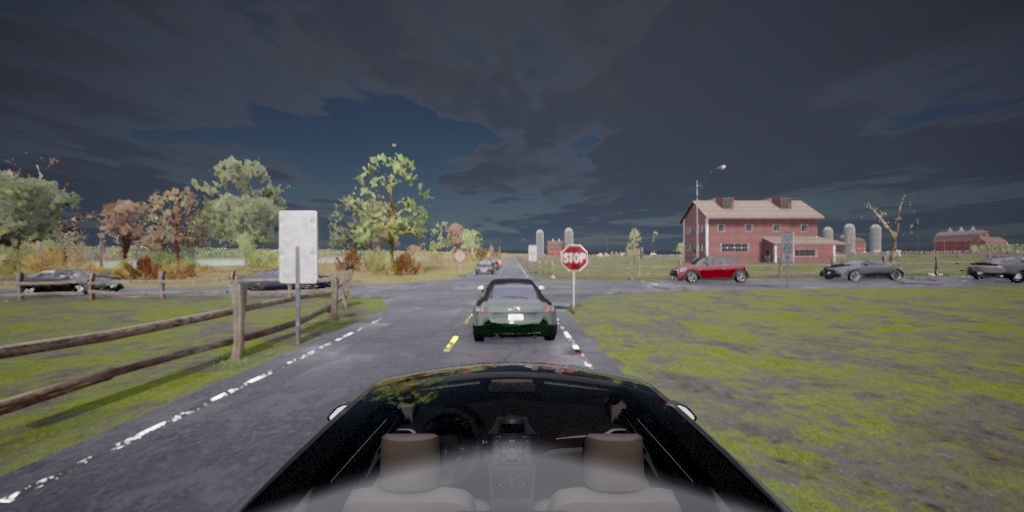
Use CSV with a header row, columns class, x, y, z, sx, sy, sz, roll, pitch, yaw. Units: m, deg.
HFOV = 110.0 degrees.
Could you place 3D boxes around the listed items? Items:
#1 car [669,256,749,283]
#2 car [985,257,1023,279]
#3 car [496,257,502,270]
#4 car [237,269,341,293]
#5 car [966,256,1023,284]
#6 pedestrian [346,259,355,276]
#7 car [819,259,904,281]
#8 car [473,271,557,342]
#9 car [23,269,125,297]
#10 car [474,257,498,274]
class,x,y,z,sx,sy,sz,roll,pitch,yaw
car,12.854,0.823,23.642,4.553,1.767,2.097,-1,1,2
car,34.506,0.752,23.378,4.718,1.301,1.895,-1,1,1
car,-2.740,1.182,47.928,1.994,1.385,4.181,0,0,2
car,-12.969,1.415,20.994,5.357,1.411,2.033,-1,1,-2
car,29.201,0.755,20.485,4.902,1.511,2.128,-1,1,1
pedestrian,-12.119,1.093,26.846,0.375,1.860,0.375,0,1,1
car,22.800,0.890,23.495,4.181,1.385,1.994,-1,1,1
car,-0.008,1.291,9.776,1.994,1.385,4.181,0,0,-3
car,-25.787,1.536,21.082,4.902,1.511,2.128,-1,1,1
car,-2.786,1.172,37.967,1.812,1.442,4.674,0,0,0
